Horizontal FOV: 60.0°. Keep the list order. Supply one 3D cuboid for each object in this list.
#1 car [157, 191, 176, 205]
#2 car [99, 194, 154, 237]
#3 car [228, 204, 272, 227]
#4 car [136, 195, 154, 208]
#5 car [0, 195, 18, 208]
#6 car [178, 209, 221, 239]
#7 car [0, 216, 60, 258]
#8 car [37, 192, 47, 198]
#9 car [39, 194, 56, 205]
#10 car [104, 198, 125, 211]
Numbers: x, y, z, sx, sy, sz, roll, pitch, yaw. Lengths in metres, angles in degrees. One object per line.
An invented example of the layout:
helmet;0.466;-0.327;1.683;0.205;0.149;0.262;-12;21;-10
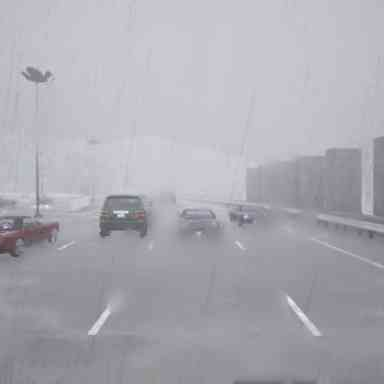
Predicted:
car;-3.836;0.867;49.946;2.150;2.045;5.566;0;0;-13
car;-3.256;1.106;17.308;2.150;2.045;5.566;0;1;-3
car;3.553;1.428;21.297;1.895;1.301;4.718;0;0;-4
car;-6.156;1.197;43.004;2.128;1.511;4.902;0;0;-11
car;-24.210;1.378;42.976;1.895;1.301;4.718;0;0;-11
car;0.246;1.476;16.579;1.895;1.301;4.718;0;0;-2
car;-6.685;1.534;12.478;1.895;1.301;4.718;0;0;-1
car;-37.253;0.790;82.606;1.994;1.385;4.181;0;0;-26
car;-22.605;1.305;51.951;1.895;1.301;4.718;0;0;-13
car;-8.588;1.359;37.166;1.895;1.301;4.718;0;0;-9
